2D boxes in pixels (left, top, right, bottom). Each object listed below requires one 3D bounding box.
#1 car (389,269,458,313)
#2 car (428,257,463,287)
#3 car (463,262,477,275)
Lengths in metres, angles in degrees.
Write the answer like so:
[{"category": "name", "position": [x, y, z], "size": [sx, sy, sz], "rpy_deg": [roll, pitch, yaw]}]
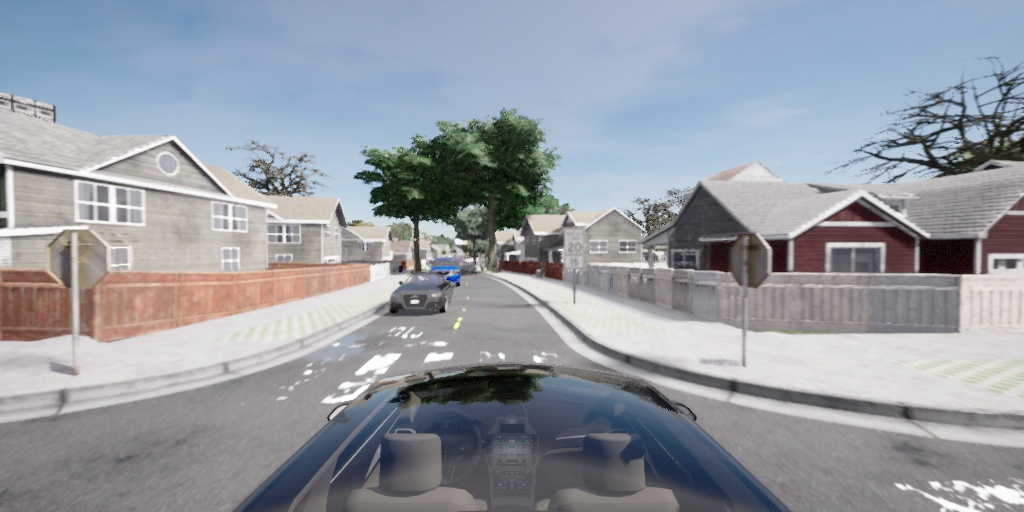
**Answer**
[{"category": "car", "position": [-3.465, 1.393, 14.306], "size": [1.994, 1.385, 4.181], "rpy_deg": [0, 0, -4]}, {"category": "car", "position": [-4.852, 1.117, 26.315], "size": [2.150, 2.045, 5.566], "rpy_deg": [0, 0, -8]}, {"category": "car", "position": [-5.333, 1.455, 43.404], "size": [2.128, 1.511, 4.902], "rpy_deg": [0, 0, -13]}]
